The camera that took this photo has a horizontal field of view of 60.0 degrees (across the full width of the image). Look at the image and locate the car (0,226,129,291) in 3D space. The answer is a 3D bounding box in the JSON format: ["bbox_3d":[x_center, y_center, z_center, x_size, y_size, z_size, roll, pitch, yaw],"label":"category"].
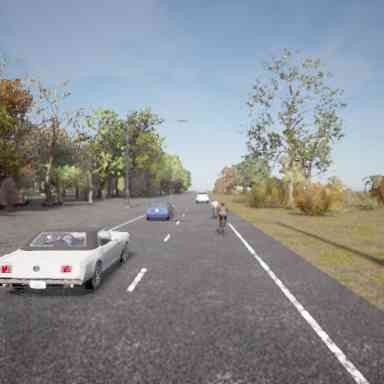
[{"bbox_3d":[-3.014,1.554,8.875,1.895,1.301,4.718,0,0,2],"label":"car"}]

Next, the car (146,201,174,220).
[{"bbox_3d":[-2.516,1.419,27.018,2.033,1.411,5.357,0,0,2],"label":"car"}]

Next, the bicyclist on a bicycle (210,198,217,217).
[{"bbox_3d":[1.862,1.317,26.661,0.866,1.612,1.509,0,0,1],"label":"bicyclist on a bicycle"}]

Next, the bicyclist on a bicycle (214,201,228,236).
[{"bbox_3d":[1.576,1.377,16.939,0.582,1.620,1.656,0,0,2],"label":"bicyclist on a bicycle"}]

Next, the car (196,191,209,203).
[{"bbox_3d":[1.879,0.951,59.591,2.150,2.045,5.566,0,0,2],"label":"car"}]

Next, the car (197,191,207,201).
[{"bbox_3d":[2.186,0.894,74.303,2.150,2.045,5.566,0,0,2],"label":"car"}]
